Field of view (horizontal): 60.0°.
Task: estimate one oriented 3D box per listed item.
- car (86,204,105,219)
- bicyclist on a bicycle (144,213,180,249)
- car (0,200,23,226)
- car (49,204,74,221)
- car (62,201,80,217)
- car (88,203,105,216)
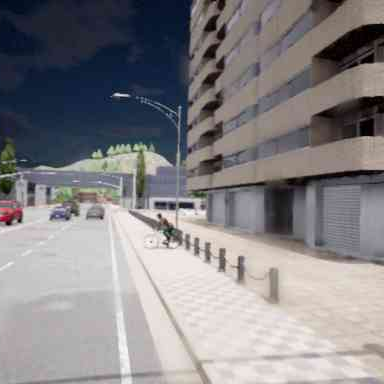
[{"bbox_3d":[-11.682,2.555,40.048,1.994,1.385,4.181,2,-2,-14],"label":"car"},{"bbox_3d":[-1.325,1.772,14.896,1.656,1.620,0.582,2,-2,-14],"label":"bicyclist on a bicycle"},{"bbox_3d":[-16.082,1.726,28.409,2.150,2.045,5.566,2,-2,-14],"label":"car"},{"bbox_3d":[-14.220,2.320,35.992,1.812,1.442,4.674,2,-2,-15],"label":"car"},{"bbox_3d":[-16.611,2.248,45.369,2.150,2.045,5.566,2,-2,-14],"label":"car"},{"bbox_3d":[-14.085,2.573,49.336,2.097,1.767,4.553,2,-2,-14],"label":"car"}]
